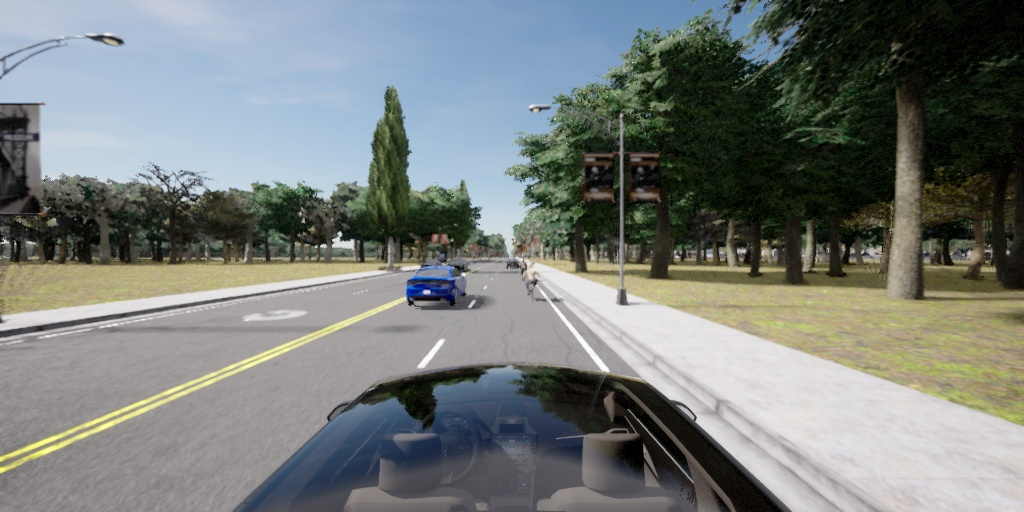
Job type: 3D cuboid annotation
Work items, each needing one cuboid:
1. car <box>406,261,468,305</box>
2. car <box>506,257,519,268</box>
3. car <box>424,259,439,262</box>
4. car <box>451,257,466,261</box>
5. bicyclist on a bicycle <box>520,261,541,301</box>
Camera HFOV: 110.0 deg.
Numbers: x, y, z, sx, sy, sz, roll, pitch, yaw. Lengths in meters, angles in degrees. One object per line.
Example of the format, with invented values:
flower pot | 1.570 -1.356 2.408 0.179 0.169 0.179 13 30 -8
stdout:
car | -3.150 1.180 15.723 1.882 1.535 5.008 0 0 0
car | 0.092 1.095 55.242 1.812 1.442 4.674 0 0 0
car | -9.840 1.113 43.459 1.837 1.490 4.892 0 1 0
car | -6.589 0.960 43.655 2.097 1.767 4.553 0 0 0
bicyclist on a bicycle | 0.874 1.139 15.969 0.866 1.612 1.509 0 0 0
